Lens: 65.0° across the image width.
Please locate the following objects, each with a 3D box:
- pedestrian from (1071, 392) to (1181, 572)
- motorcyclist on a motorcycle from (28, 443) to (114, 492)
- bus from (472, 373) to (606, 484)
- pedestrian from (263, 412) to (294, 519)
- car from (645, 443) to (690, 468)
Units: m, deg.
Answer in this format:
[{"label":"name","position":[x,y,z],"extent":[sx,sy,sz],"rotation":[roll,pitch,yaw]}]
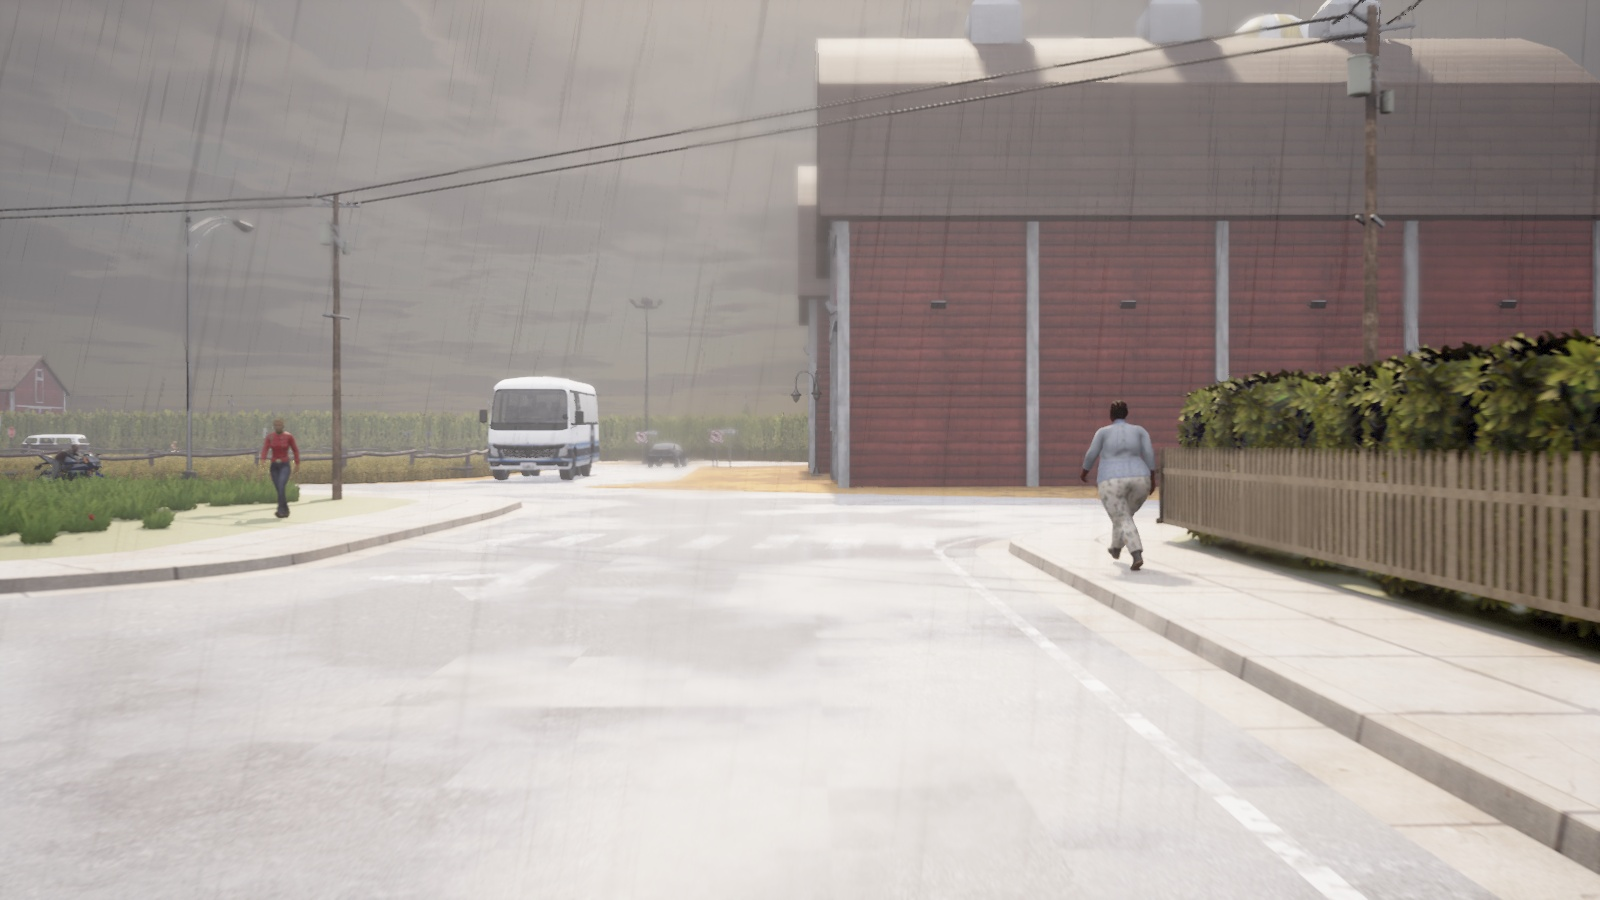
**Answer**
[{"label":"pedestrian","position":[3.467,0.329,13.432],"extent":[0.874,1.855,0.900],"rotation":[0,0,-6]},{"label":"motorcyclist on a motorcycle","position":[-22.778,0.542,39.248],"extent":[2.191,1.530,0.866],"rotation":[0,0,0]},{"label":"bus","position":[-10.799,-0.940,53.396],"extent":[3.944,4.253,10.273],"rotation":[0,1,-2]},{"label":"pedestrian","position":[-9.124,0.265,21.993],"extent":[0.331,1.846,0.636],"rotation":[0,0,-6]},{"label":"car","position":[-8.075,0.310,77.130],"extent":[1.837,1.490,4.892],"rotation":[0,0,5]}]
